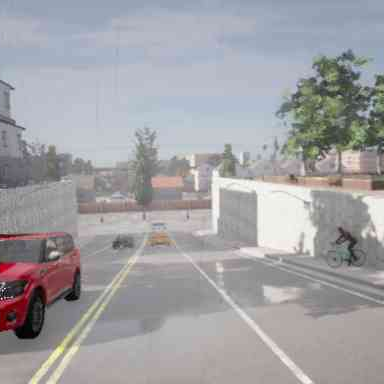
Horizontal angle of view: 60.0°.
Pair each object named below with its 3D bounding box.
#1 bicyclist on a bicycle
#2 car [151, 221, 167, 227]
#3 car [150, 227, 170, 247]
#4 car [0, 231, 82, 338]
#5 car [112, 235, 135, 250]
[{"bbox_3d":[6.161,2.207,13.362,1.656,1.620,0.582,-2,-4,-5],"label":"bicyclist on a bicycle"},{"bbox_3d":[-4.901,5.299,49.485,2.150,2.045,5.566,-2,-1,-5],"label":"car"},{"bbox_3d":[-3.438,4.950,35.807,1.882,1.535,5.008,-2,-4,-6],"label":"car"},{"bbox_3d":[-4.323,2.054,8.315,2.150,2.045,5.566,-2,-6,-6],"label":"car"},{"bbox_3d":[-6.916,5.050,33.848,1.895,1.301,4.718,-2,-5,-6],"label":"car"}]
